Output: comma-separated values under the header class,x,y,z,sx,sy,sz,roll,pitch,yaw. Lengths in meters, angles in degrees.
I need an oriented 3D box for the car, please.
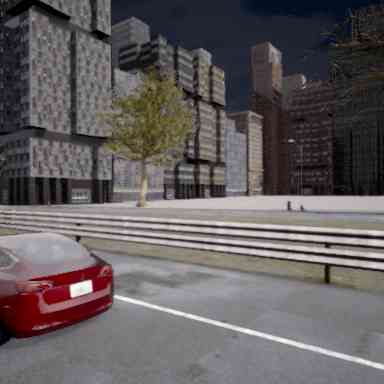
class,x,y,z,sx,sy,sz,roll,pitch,yaw
car,-3.583,1.526,6.426,4.792,1.488,2.163,0,0,35
